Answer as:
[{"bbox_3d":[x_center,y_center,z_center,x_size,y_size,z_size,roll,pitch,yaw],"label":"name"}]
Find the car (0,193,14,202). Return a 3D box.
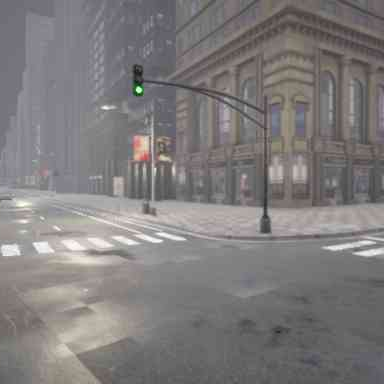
[{"bbox_3d":[-30.346,0.836,54.546,2.033,1.411,5.357,-1,1,-30],"label":"car"}]
